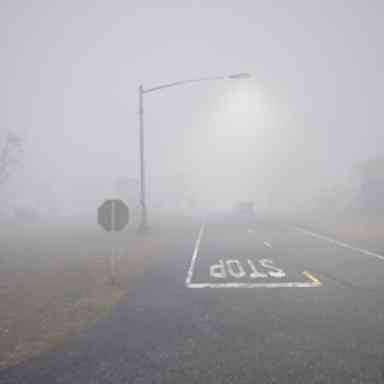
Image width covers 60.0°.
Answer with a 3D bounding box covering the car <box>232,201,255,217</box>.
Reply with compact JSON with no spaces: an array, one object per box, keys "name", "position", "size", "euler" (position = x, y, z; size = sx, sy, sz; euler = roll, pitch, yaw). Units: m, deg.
[{"name":"car","position":[7.009,2.214,44.202],"size":[2.150,2.045,5.566],"euler":[-1,-1,3]}]
